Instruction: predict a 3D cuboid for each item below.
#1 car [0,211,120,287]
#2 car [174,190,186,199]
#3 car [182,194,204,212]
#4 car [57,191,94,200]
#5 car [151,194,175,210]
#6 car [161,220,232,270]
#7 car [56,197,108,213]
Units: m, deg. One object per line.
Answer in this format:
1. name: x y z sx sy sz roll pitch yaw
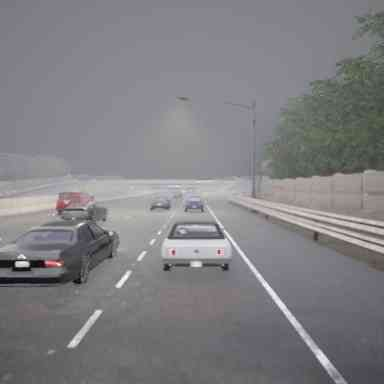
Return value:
1. car: -3.483 1.517 9.367 2.033 1.411 5.357 0 0 0
2. car: -3.003 0.674 73.575 2.128 1.511 4.902 0 1 0
3. car: 0.247 1.198 34.092 1.812 1.442 4.674 0 1 0
4. car: -10.295 0.949 29.990 2.150 2.045 5.566 0 1 0
5. car: -3.335 1.205 36.515 1.994 1.385 4.181 0 1 0
6. car: 0.122 1.559 10.796 1.895 1.301 4.718 0 0 0
7. car: -6.833 1.331 21.604 2.128 1.511 4.902 0 1 0
